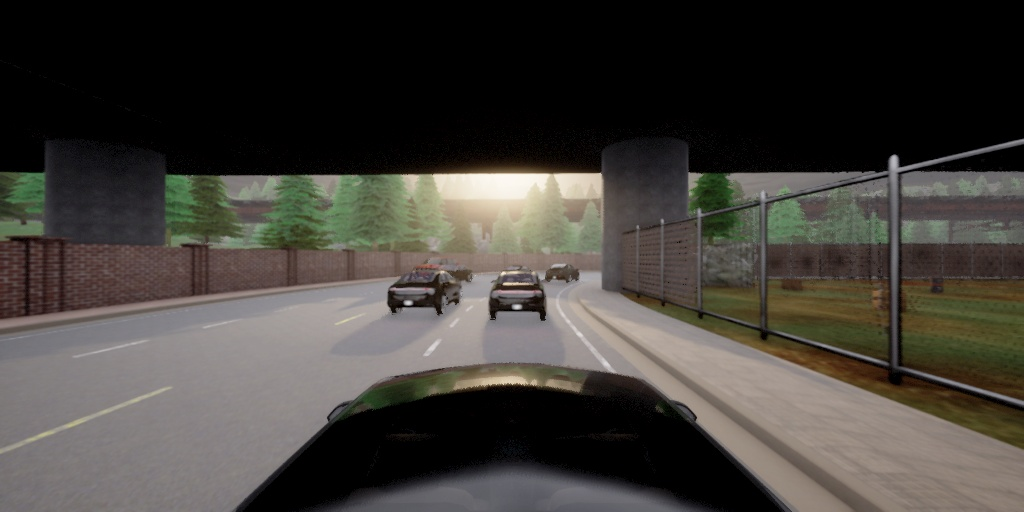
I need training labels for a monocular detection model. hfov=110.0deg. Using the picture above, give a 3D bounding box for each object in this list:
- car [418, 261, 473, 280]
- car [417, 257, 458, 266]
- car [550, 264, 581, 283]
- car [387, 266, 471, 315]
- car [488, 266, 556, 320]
[{"bbox_3d":[-4.537,1.352,26.718,2.128,1.511,4.902,0,0,18],"label":"car"},{"bbox_3d":[-6.583,1.104,31.743,2.150,2.045,5.566,0,0,22],"label":"car"},{"bbox_3d":[4.256,1.377,29.432,1.837,1.490,4.892,-1,-1,25],"label":"car"},{"bbox_3d":[-3.173,1.296,13.890,2.128,1.511,4.902,0,0,3],"label":"car"},{"bbox_3d":[0.260,1.291,12.929,2.128,1.511,4.902,0,0,3],"label":"car"}]
